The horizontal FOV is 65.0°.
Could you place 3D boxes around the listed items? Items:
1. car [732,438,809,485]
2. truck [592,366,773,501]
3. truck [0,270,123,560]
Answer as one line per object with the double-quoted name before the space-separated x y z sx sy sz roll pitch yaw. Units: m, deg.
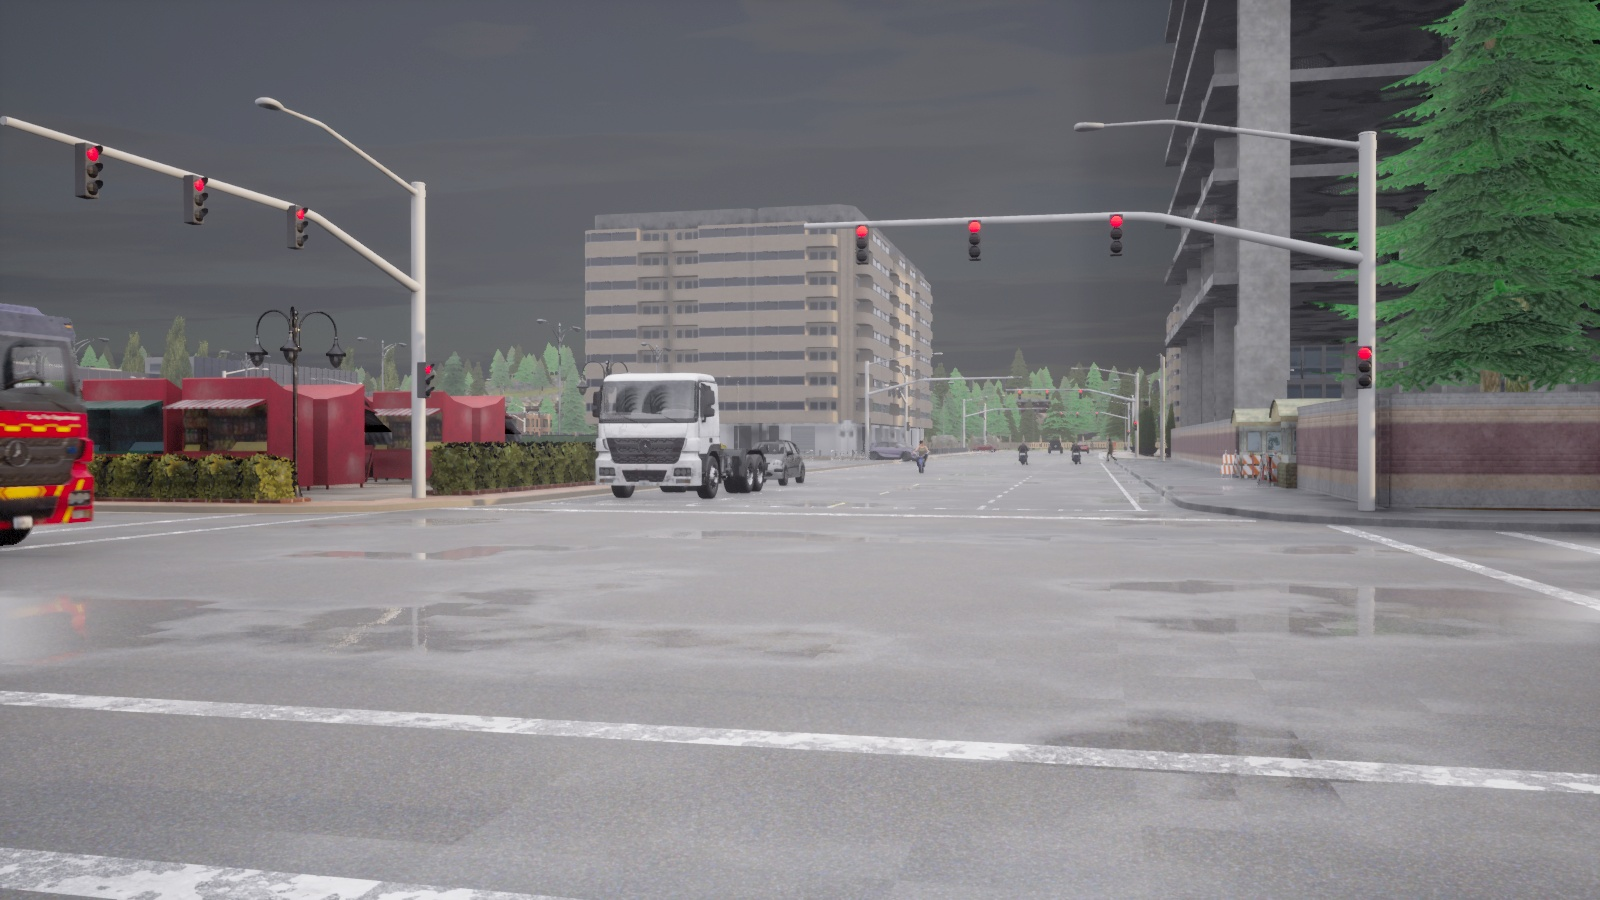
"car" -1.019 0.387 45.574 1.851 1.617 3.988 0 0 13
"truck" -3.137 -0.442 36.214 2.891 3.462 7.936 0 0 13
"truck" -14.510 -0.477 18.216 8.468 3.827 2.891 0 0 13
